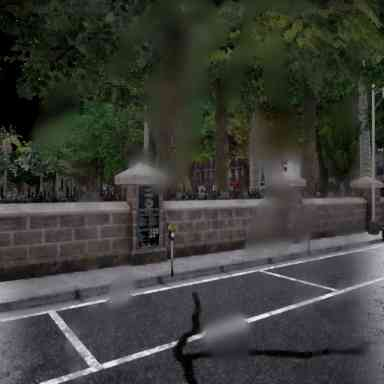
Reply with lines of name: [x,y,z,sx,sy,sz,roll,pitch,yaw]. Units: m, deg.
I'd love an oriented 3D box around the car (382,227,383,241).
car: [9.754,1.310,13.498,5.009,1.841,2.192,0,0,-36]
